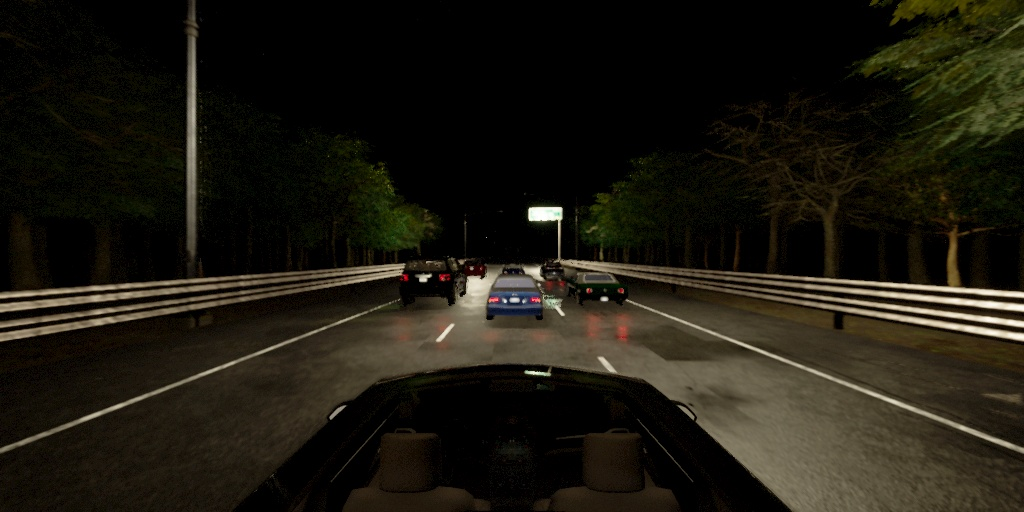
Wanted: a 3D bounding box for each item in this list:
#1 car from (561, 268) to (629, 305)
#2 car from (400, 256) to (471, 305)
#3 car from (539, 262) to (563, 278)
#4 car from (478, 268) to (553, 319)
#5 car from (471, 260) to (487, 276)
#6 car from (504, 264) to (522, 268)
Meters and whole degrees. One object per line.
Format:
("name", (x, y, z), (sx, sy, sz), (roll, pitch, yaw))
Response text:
("car", (3.595, 1.381, 16.122), (1.895, 1.301, 4.718), (0, 0, 0))
("car", (-3.402, 1.003, 16.435), (2.150, 2.045, 5.566), (0, 0, 0))
("car", (3.603, 1.255, 32.817), (2.128, 1.511, 4.902), (0, 0, 0))
("car", (0.088, 1.325, 12.877), (2.033, 1.411, 5.357), (0, 0, 0))
("car", (-3.399, 1.117, 32.560), (2.097, 1.767, 4.553), (0, 0, 0))
("car", (0.098, 1.367, 31.296), (1.895, 1.301, 4.718), (0, 0, 0))
